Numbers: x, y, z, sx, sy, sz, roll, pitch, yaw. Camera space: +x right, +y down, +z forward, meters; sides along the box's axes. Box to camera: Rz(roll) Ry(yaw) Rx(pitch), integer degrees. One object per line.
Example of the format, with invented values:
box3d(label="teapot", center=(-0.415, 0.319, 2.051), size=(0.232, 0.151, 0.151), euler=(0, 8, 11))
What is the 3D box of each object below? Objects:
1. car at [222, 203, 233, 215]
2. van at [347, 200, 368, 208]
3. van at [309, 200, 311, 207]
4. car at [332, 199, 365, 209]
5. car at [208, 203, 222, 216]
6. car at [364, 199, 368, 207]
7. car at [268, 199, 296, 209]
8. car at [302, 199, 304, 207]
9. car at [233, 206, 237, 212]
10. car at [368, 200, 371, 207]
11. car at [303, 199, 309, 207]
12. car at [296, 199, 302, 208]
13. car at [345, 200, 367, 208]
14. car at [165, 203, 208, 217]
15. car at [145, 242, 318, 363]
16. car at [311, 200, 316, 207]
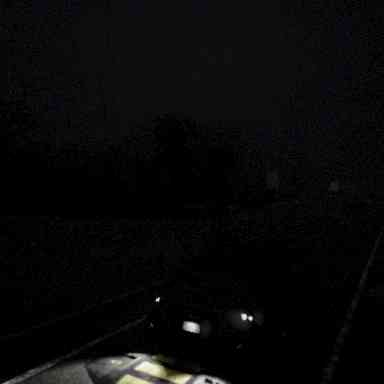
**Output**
box3d(label="car", center=(2.429, 2.239, 44.470), size=(5.008, 1.535, 2.097), euler=(-1, -1, 31))
box3d(label="van", center=(40.371, 2.861, 81.308), size=(4.442, 1.987, 1.878), euler=(-1, -2, 31))
box3d(label="van", center=(27.514, 2.892, 85.787), size=(4.442, 1.987, 1.878), euler=(-1, -2, 31))
box3d(label="car", center=(31.525, 2.702, 67.006), size=(4.892, 1.521, 2.231), euler=(-1, -1, 31))
box3d(label="car", center=(0.733, 2.188, 41.671), size=(4.892, 1.521, 2.231), euler=(-1, -1, 31))
box3d(label="car", center=(32.956, 2.507, 69.420), size=(5.566, 2.045, 2.435), euler=(-1, -2, 31))
box3d(label="car", center=(18.920, 2.750, 71.461), size=(5.008, 1.535, 2.097), euler=(-1, -1, 31))
box3d(label="car", center=(23.265, 2.959, 78.594), size=(4.674, 1.452, 2.002), euler=(-1, -2, 31))
box3d(label="car", center=(4.076, 2.330, 47.152), size=(4.674, 1.452, 2.002), euler=(-1, -1, 31))
box3d(label="car", center=(37.334, 2.697, 76.598), size=(5.566, 2.045, 2.435), euler=(-1, -2, 31))
box3d(label="car", center=(26.193, 2.923, 83.334), size=(4.553, 1.767, 2.185), euler=(-1, -2, 31))
box3d(label="car", center=(21.812, 2.859, 76.218), size=(5.008, 1.535, 2.097), euler=(-1, -1, 31))
box3d(label="car", center=(38.841, 2.890, 78.955), size=(4.553, 1.767, 2.185), euler=(-1, -2, 31))
box3d(label="car", center=(-0.976, 2.175, 38.876), size=(4.674, 1.452, 2.002), euler=(-1, -1, 31))
box3d(label="car", center=(1.022, 1.680, 6.217), size=(1.994, 1.385, 4.181), euler=(-1, -1, 31))
box3d(label="car", center=(30.509, 3.299, 90.477), size=(4.674, 1.452, 2.002), euler=(-1, -2, 31))
